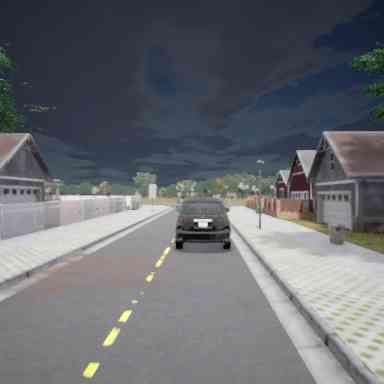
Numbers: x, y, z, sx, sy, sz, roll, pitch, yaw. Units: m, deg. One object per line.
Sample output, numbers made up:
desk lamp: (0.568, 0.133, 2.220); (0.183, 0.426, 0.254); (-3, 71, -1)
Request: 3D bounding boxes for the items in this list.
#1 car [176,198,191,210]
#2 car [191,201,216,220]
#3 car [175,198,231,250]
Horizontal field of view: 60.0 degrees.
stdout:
car: (-1.090, 1.615, 45.634); (1.812, 1.442, 4.674); (0, 0, 2)
car: (1.056, 1.590, 29.539); (2.033, 1.411, 5.357); (0, 0, 2)
car: (0.491, 1.266, 14.580); (2.150, 2.045, 5.566); (0, 0, 2)
